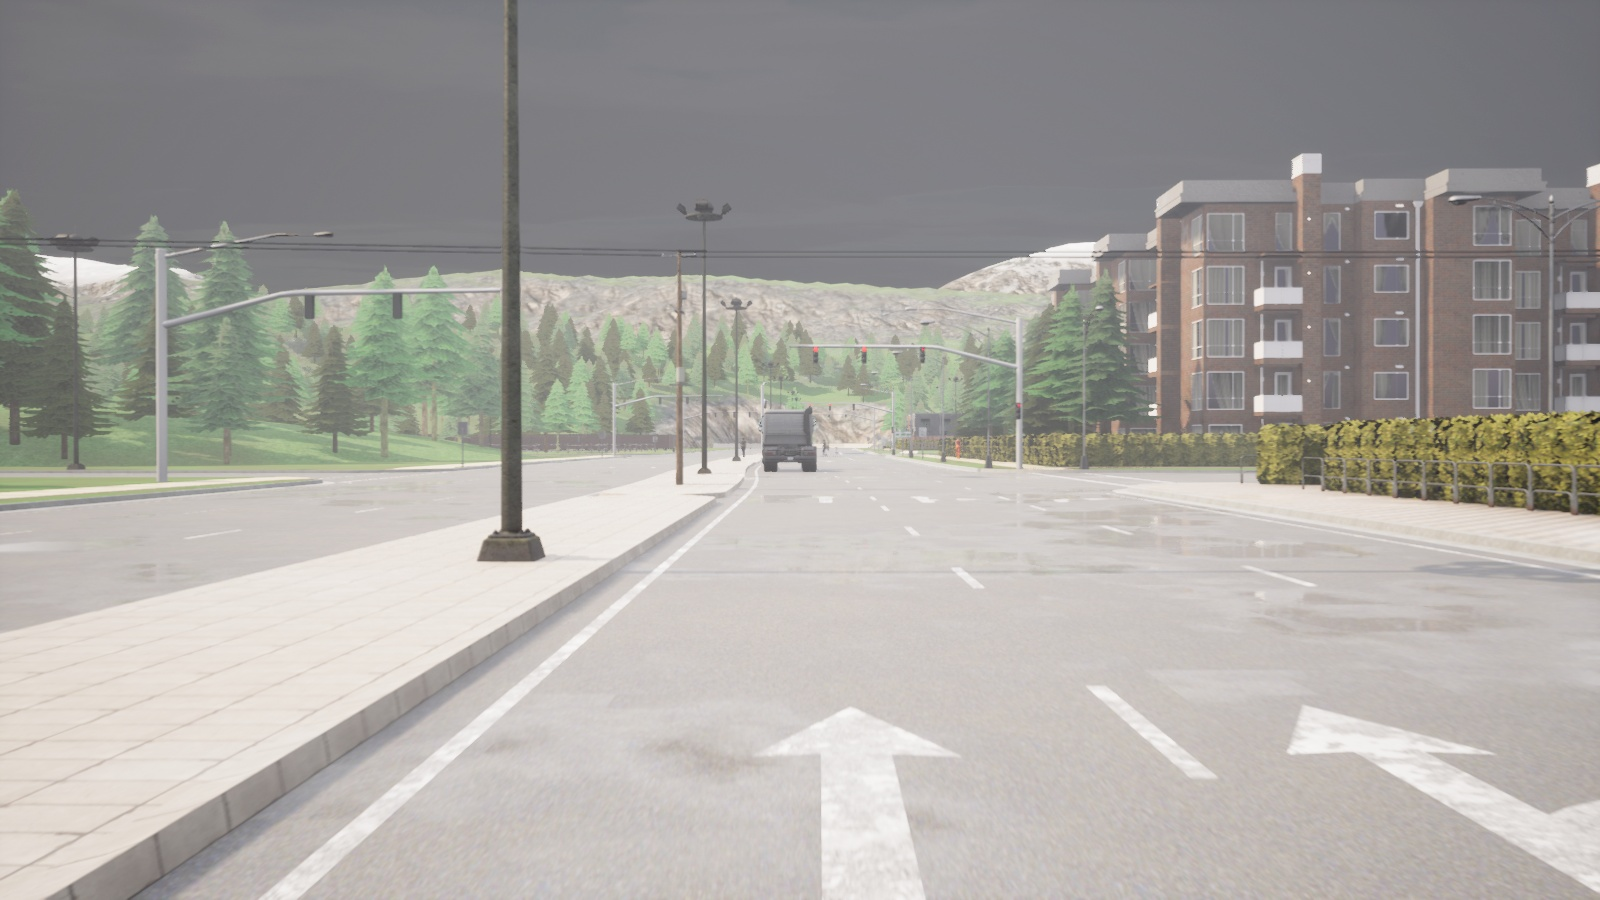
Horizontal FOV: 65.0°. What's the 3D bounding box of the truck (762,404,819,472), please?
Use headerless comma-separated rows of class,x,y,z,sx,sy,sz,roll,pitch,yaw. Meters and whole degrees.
truck,-0.617,-0.620,68.096,2.891,3.462,7.936,0,0,-2
